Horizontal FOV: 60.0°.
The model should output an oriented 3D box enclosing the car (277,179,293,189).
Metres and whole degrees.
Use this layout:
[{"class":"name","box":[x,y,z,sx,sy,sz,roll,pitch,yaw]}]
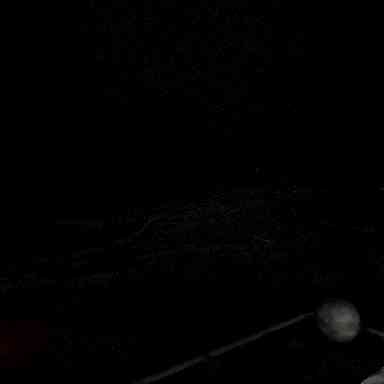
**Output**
[{"class":"car","box":[15.104,-1.346,54.108,1.882,1.535,5.008,-3,1,4]}]
